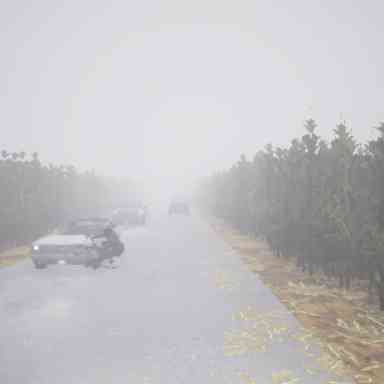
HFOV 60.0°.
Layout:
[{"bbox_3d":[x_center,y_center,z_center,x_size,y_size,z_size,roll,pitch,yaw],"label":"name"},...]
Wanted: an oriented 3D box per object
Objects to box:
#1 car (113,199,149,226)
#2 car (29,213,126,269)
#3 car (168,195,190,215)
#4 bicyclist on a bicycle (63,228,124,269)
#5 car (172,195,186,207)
[{"bbox_3d":[-4.150,1.328,23.023,2.097,1.767,4.553,0,0,-2],"label":"car"},{"bbox_3d":[-3.645,1.601,11.277,1.895,1.301,4.718,0,0,-3],"label":"car"},{"bbox_3d":[-1.262,1.368,32.215,1.882,1.535,5.008,0,1,-2],"label":"car"},{"bbox_3d":[-2.349,1.478,8.653,1.656,0.582,1.620,21,-51,-29],"label":"bicyclist on a bicycle"},{"bbox_3d":[-1.830,1.189,45.119,1.837,1.490,4.892,0,1,-3],"label":"car"}]
